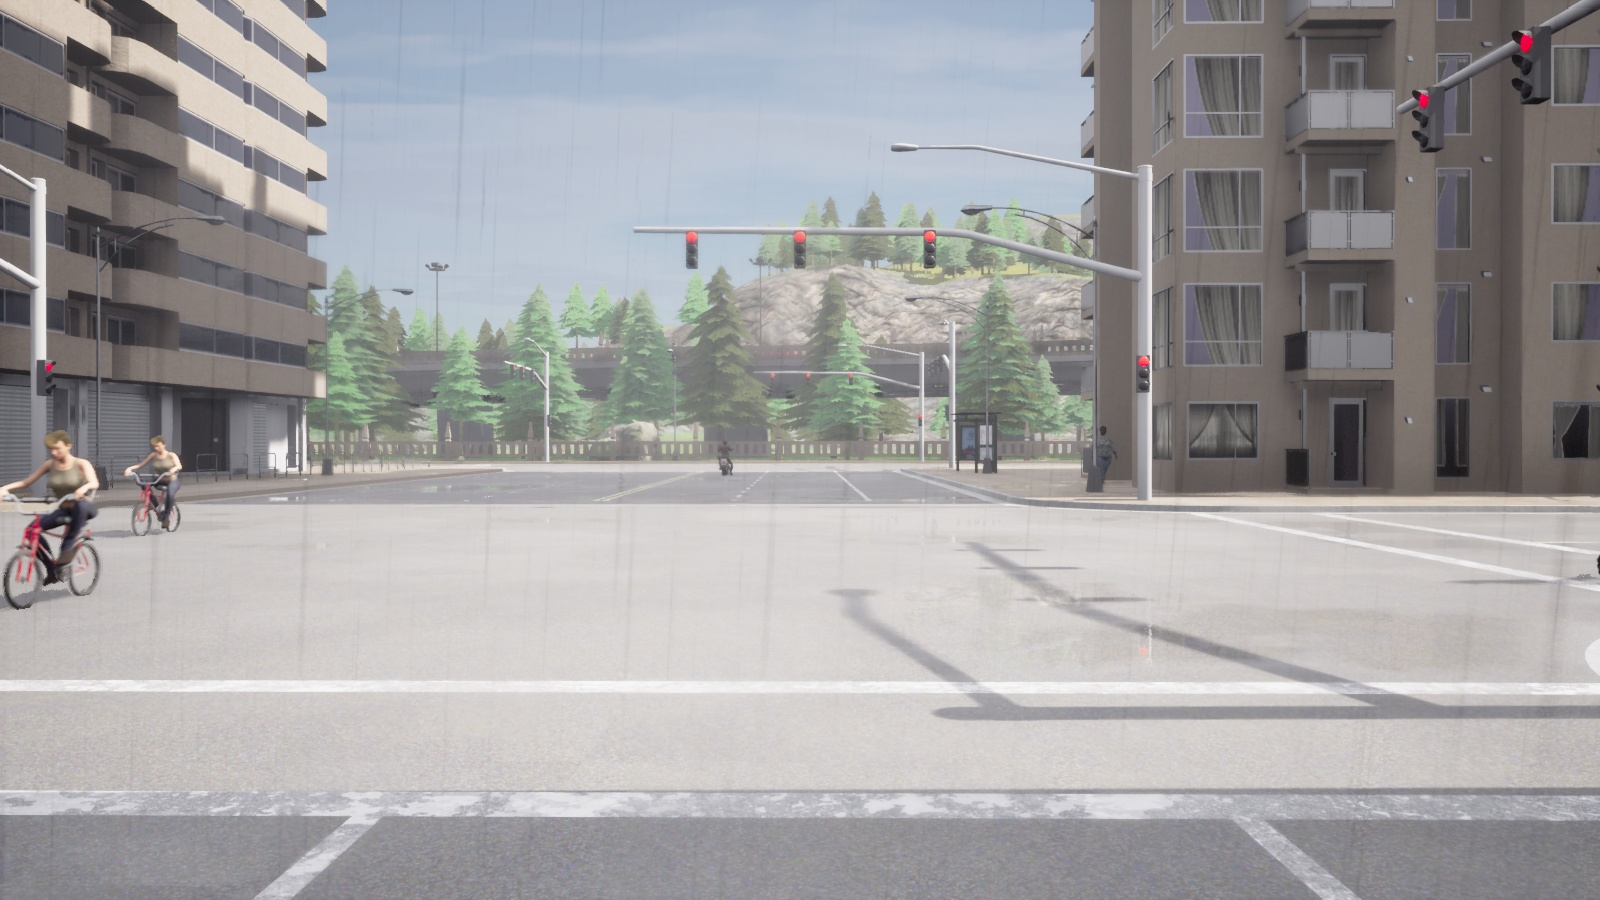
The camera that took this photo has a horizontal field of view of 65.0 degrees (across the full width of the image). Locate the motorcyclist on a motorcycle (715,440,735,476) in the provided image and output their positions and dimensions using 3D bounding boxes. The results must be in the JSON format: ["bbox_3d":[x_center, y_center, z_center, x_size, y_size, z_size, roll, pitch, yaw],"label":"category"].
[{"bbox_3d":[-3.437,0.367,57.900,0.766,1.649,2.350,0,0,0],"label":"motorcyclist on a motorcycle"}]

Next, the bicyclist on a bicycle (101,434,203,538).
[{"bbox_3d":[-10.473,0.560,20.359,0.866,1.612,1.509,0,0,0],"label":"bicyclist on a bicycle"}]

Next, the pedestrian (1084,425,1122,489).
[{"bbox_3d":[8.985,0.202,37.311,0.874,1.855,0.900,0,0,-4],"label":"pedestrian"}]

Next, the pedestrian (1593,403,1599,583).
[{"bbox_3d":[8.773,0.466,13.283,0.396,1.930,0.692,0,0,8],"label":"pedestrian"}]

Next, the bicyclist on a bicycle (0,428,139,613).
[{"bbox_3d":[-6.980,0.611,11.675,0.866,1.612,1.509,0,0,0],"label":"bicyclist on a bicycle"}]
